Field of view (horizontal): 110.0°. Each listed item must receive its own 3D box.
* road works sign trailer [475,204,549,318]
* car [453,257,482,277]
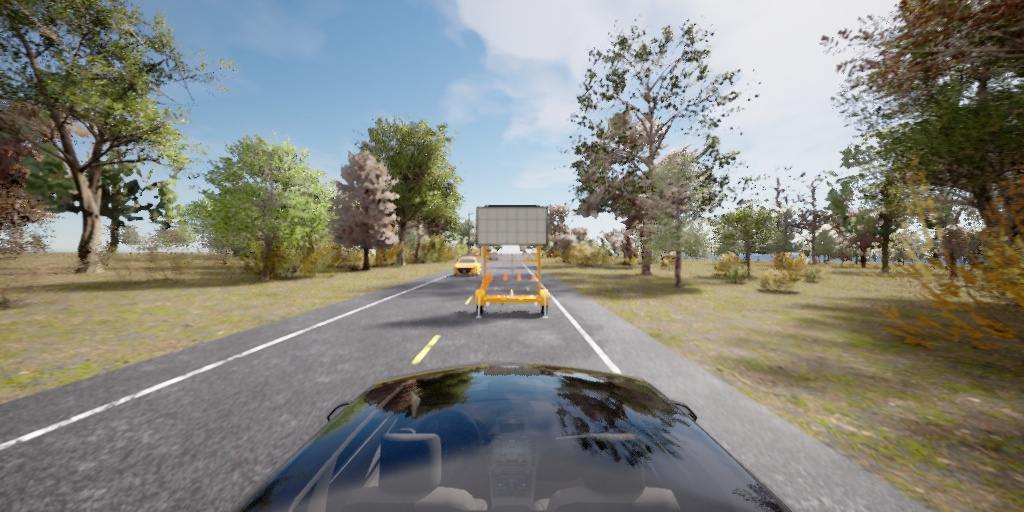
[{"bbox_3d":[0.004,0.057,12.204,2.380,3.560,2.880,0,0,0],"label":"road works sign trailer"},{"bbox_3d":[-3.594,0.824,29.485,1.882,1.535,5.008,0,1,0],"label":"car"}]
